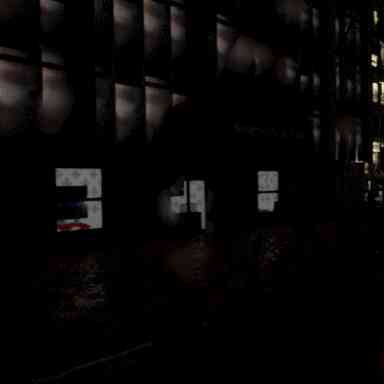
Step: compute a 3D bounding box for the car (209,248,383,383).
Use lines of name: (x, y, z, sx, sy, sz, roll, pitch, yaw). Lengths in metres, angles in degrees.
car: (2.227, 1.455, 4.175, 4.507, 1.381, 1.887, -1, 1, -37)

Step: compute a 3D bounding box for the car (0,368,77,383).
car: (-2.330, 1.583, 0.780, 4.313, 1.339, 1.947, -1, 1, -37)
